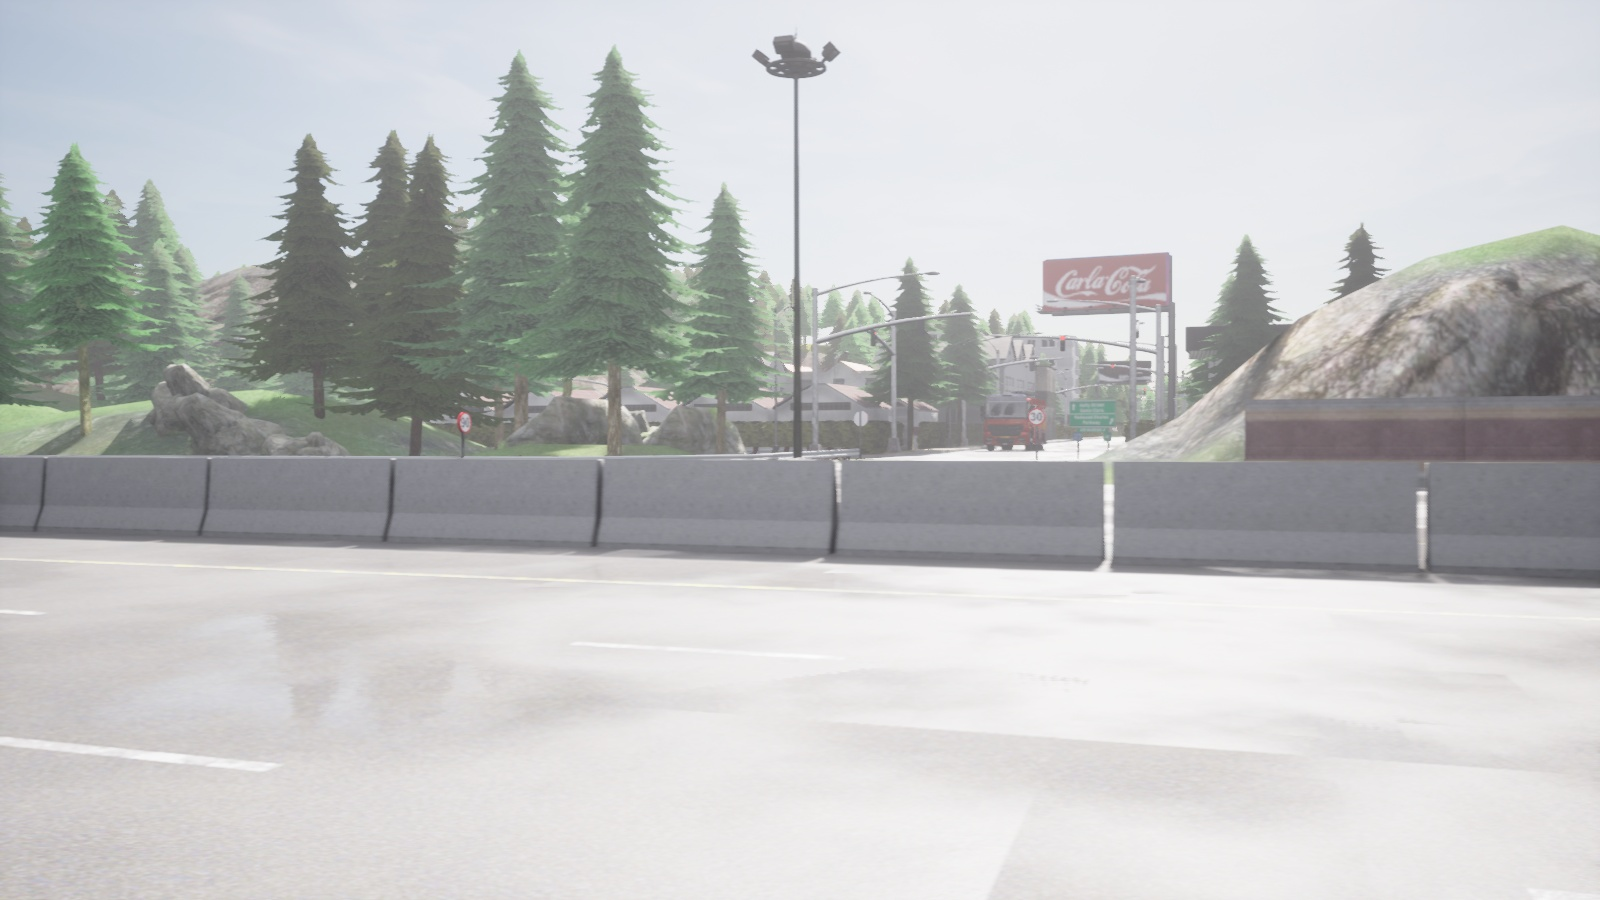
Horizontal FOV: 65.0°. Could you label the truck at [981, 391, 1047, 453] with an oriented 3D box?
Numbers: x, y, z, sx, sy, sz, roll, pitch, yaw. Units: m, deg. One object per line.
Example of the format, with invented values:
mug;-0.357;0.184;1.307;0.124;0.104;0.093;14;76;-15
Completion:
truck;14.007;-1.768;81.668;2.891;3.827;8.468;1;1;19
